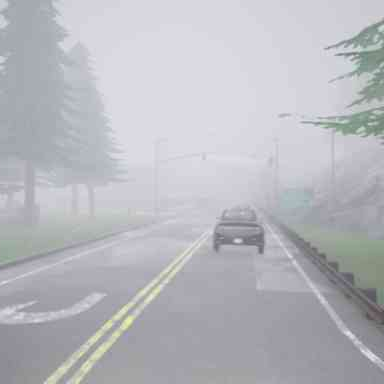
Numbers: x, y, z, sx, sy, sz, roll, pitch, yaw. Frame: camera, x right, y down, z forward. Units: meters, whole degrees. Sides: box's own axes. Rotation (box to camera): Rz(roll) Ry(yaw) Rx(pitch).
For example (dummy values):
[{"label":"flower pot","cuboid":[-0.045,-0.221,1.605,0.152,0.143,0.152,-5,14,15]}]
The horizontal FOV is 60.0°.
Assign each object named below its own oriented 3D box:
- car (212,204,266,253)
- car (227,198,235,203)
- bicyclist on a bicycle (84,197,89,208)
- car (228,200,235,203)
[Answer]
[{"label":"car","cuboid":[1.923,1.442,13.456,2.128,1.511,4.902,0,0,9]},{"label":"car","cuboid":[10.237,2.194,87.350,1.882,1.535,5.008,0,-1,9]},{"label":"bicyclist on a bicycle","cuboid":[-15.865,1.605,49.864,0.582,1.620,1.656,0,0,9]},{"label":"car","cuboid":[4.300,1.673,28.275,1.994,1.385,4.181,0,-1,9]}]
